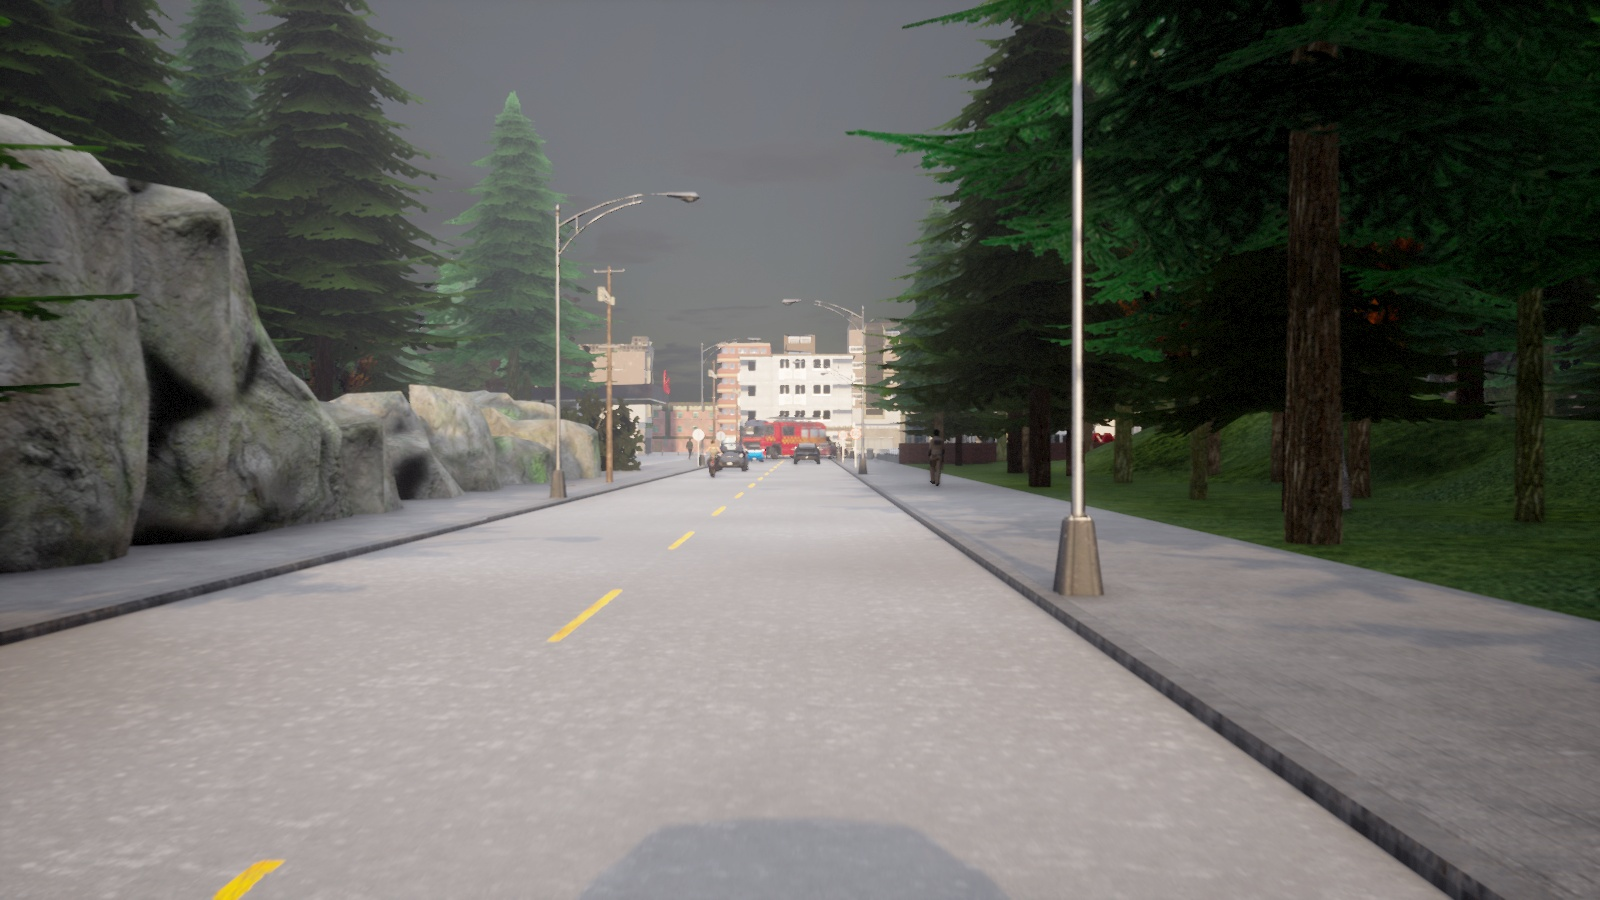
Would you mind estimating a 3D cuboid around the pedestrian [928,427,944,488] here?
[{"bbox_3d":[4.312,0.235,39.820,0.396,1.930,0.692,0,0,-2],"label":"pedestrian"}]

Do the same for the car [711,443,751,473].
[{"bbox_3d":[-3.609,0.382,66.123,1.845,1.501,3.633,0,1,0],"label":"car"}]

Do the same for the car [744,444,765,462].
[{"bbox_3d":[-3.468,0.255,96.461,1.481,1.376,2.207,0,0,0],"label":"car"}]

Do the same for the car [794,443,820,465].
[{"bbox_3d":[0.491,0.250,89.018,1.837,1.490,4.892,0,0,0],"label":"car"}]
